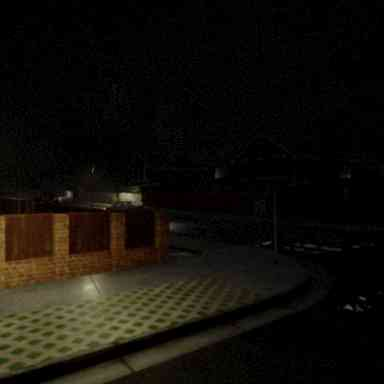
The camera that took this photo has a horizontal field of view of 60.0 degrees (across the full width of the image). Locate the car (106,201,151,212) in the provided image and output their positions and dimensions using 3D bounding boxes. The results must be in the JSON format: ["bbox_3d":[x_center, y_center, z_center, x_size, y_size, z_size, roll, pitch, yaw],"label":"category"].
[{"bbox_3d":[-4.517,1.367,23.627,1.994,1.385,4.181,-2,2,-39],"label":"car"}]

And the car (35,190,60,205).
[{"bbox_3d":[-18.474,0.804,42.262,2.150,2.045,5.566,-2,1,-34],"label":"car"}]
